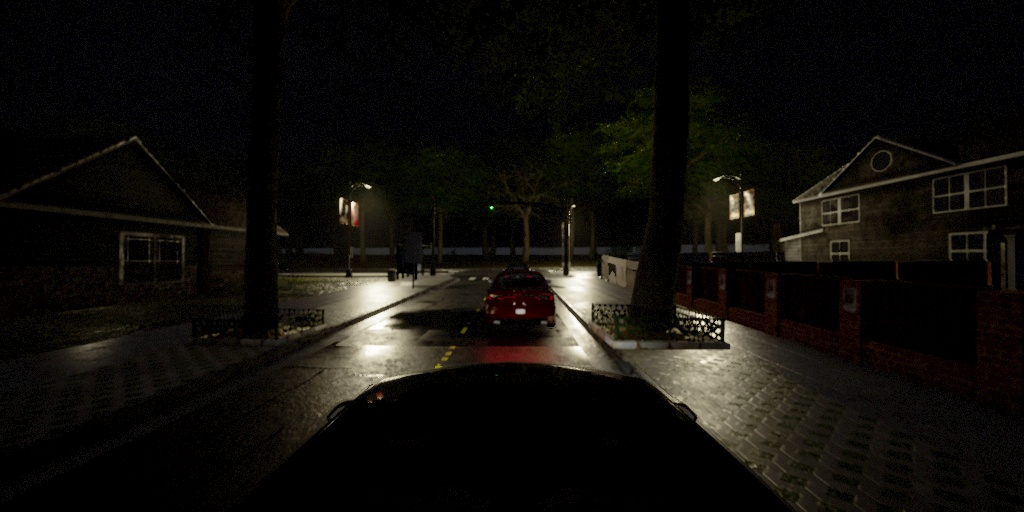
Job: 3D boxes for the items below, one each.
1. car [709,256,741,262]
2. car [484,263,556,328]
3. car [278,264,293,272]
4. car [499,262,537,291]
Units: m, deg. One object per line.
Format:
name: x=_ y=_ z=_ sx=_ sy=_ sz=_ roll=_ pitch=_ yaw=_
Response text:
car: x=25.238 y=0.434 z=42.946 sx=4.553 sy=1.767 sz=2.097 roll=-1 pitch=-1 yaw=1
car: x=0.241 y=1.167 z=11.159 sx=1.882 sy=1.535 sz=5.008 roll=0 pitch=1 yaw=1
car: x=-25.339 y=1.079 z=36.958 sx=4.718 sy=1.301 sz=1.895 roll=0 pitch=-1 yaw=1
car: x=0.405 y=1.151 z=21.852 sx=2.033 sy=1.411 sz=5.357 roll=0 pitch=1 yaw=2
